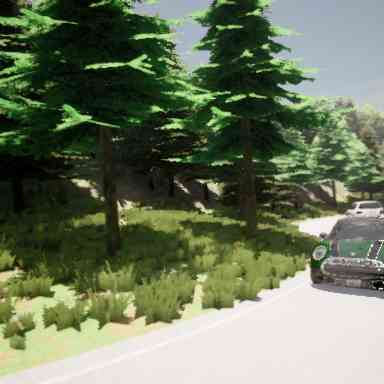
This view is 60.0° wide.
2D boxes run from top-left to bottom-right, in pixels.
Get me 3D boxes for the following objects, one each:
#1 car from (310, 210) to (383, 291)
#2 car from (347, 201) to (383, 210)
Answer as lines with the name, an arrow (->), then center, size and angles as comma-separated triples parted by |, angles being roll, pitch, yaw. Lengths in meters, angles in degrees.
car -> 4.892, 1.533, 9.519 | 2.097, 1.767, 4.553 | -3, -3, 33
car -> 14.665, 1.834, 28.345 | 2.150, 2.045, 5.566 | -4, -3, 16
